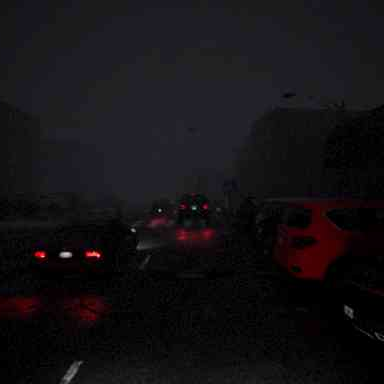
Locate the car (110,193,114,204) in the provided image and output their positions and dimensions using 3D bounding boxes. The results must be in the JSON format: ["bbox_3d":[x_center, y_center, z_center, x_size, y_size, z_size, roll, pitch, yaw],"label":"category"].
[{"bbox_3d":[-15.945,1.304,54.514,5.008,1.535,2.097,0,0,0],"label":"car"}]

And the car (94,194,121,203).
[{"bbox_3d":[-15.940,1.232,62.783,4.553,1.767,2.185,0,0,0],"label":"car"}]

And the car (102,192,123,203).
[{"bbox_3d":[-15.994,1.085,60.028,5.566,2.045,2.435,0,0,0],"label":"car"}]

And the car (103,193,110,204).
[{"bbox_3d":[-15.949,1.295,51.758,4.892,1.521,2.231,0,0,0],"label":"car"}]

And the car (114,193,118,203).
[{"bbox_3d":[-15.962,1.318,57.270,5.008,1.535,2.097,0,0,0],"label":"car"}]

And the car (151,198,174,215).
[{"bbox_3d":[-2.813,1.347,31.775,1.837,1.490,4.892,0,0,0],"label":"car"}]

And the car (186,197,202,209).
[{"bbox_3d":[0.238,1.336,42.877,2.033,1.411,5.357,0,0,0],"label":"car"}]

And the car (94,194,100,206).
[{"bbox_3d":[-15.898,1.313,46.246,4.792,1.488,2.163,0,0,0],"label":"car"}]

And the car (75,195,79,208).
[{"bbox_3d":[-15.909,1.336,37.979,4.674,1.452,2.002,0,0,0],"label":"car"}]

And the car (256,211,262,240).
[{"bbox_3d":[4.693,1.485,10.408,4.792,1.488,2.163,0,0,0],"label":"car"}]

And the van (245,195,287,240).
[{"bbox_3d":[4.610,1.217,13.313,4.442,1.987,1.878,0,0,0],"label":"van"}]

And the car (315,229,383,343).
[{"bbox_3d":[4.705,1.473,4.854,4.892,1.521,2.231,0,0,0],"label":"car"}]

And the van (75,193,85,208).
[{"bbox_3d":[-16.029,1.062,40.855,4.442,1.987,1.878,0,0,0],"label":"van"}]

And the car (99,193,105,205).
[{"bbox_3d":[-15.942,1.288,49.002,4.892,1.521,2.231,0,0,0],"label":"car"}]

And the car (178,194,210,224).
[{"bbox_3d":[0.151,1.122,23.945,2.150,2.045,5.566,0,0,0],"label":"car"}]

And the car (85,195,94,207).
[{"bbox_3d":[-15.926,1.284,43.490,5.008,1.535,2.097,0,0,0],"label":"car"}]

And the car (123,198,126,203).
[{"bbox_3d":[-15.983,1.423,65.536,4.674,1.452,2.002,0,0,0],"label":"car"}]

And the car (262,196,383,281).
[{"bbox_3d":[4.745,1.213,7.754,5.566,2.045,2.435,0,0,0],"label":"car"}]

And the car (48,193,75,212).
[{"bbox_3d":[-15.870,1.055,35.218,5.566,2.045,2.435,0,0,0],"label":"car"}]

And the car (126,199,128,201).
[{"bbox_3d":[-15.801,1.408,68.295,5.366,1.575,1.946,0,-1,0],"label":"car"}]

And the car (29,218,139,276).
[{"bbox_3d":[-2.892,1.496,10.084,2.033,1.411,5.357,0,0,0],"label":"car"}]

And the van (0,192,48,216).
[{"bbox_3d":[-15.767,1.114,29.707,4.442,1.987,1.878,0,0,0],"label":"van"}]

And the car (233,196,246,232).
[{"bbox_3d":[4.762,1.178,16.090,5.566,2.045,2.435,0,0,0],"label":"car"}]
